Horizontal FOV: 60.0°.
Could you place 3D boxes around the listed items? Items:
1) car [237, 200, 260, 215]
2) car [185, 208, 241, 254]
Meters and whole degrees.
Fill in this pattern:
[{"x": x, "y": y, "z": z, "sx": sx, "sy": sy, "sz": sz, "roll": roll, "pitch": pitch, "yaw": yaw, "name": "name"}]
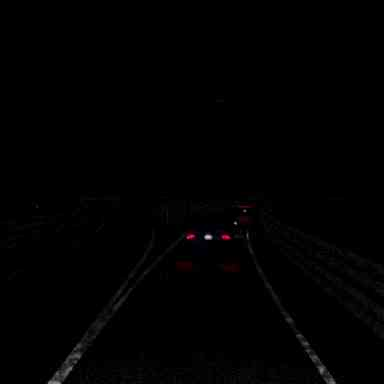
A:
[{"x": 6.186, "y": 1.694, "z": 36.314, "sx": 1.837, "sy": 1.490, "sz": 4.892, "roll": -1, "pitch": -1, "yaw": 19, "name": "car"}, {"x": 0.890, "y": 1.623, "z": 13.981, "sx": 2.033, "sy": 1.411, "sz": 5.357, "roll": 0, "pitch": 0, "yaw": 7, "name": "car"}]
